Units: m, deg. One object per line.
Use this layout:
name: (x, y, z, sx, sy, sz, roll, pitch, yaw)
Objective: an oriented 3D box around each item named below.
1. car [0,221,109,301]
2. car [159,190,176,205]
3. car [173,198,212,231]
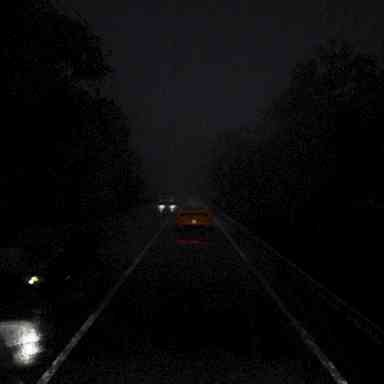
car: (-3.597, 1.496, 8.610, 2.033, 1.411, 5.357, 0, 0, 0)
car: (-3.569, 0.781, 48.808, 2.150, 2.045, 5.566, 0, 1, 0)
car: (0.106, 1.342, 19.526, 1.882, 1.535, 5.008, 0, 1, 0)
